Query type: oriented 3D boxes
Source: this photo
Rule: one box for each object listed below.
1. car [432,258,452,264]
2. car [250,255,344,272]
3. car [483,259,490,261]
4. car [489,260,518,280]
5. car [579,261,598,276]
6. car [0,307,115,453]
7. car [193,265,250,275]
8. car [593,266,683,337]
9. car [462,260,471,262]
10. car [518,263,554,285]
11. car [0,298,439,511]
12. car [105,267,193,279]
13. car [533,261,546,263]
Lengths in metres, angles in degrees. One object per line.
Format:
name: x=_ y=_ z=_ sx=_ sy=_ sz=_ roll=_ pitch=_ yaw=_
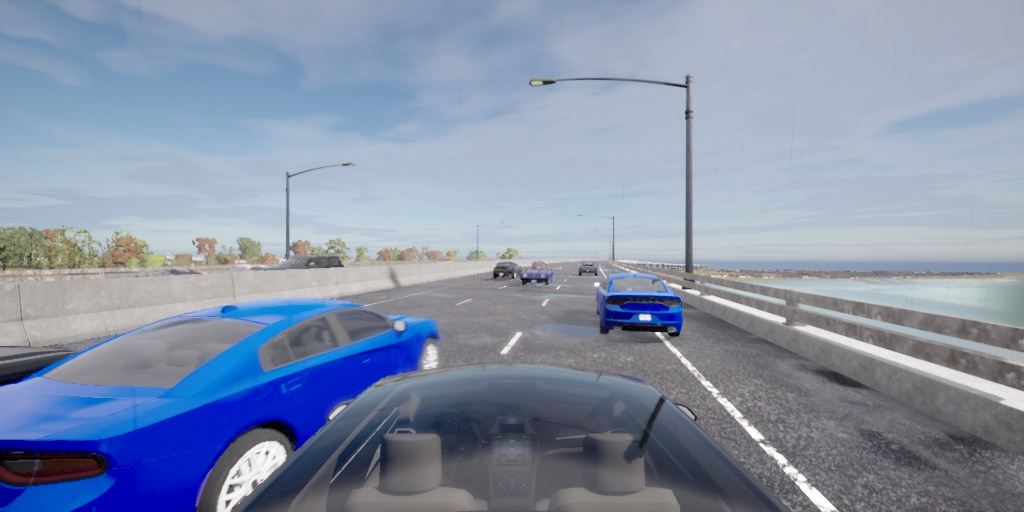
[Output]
car: x=-11.931 y=1.171 z=61.419 sx=2.097 sy=1.767 sz=4.553 roll=0 pitch=0 yaw=13
car: x=-13.176 y=0.982 z=22.981 sx=2.150 sy=2.045 sz=5.566 roll=0 pitch=0 yaw=12
car: x=-4.468 y=1.299 z=62.625 sx=1.882 sy=1.535 sz=5.008 roll=0 pitch=0 yaw=13
car: x=-0.350 y=1.273 z=31.991 sx=1.837 sy=1.490 sz=4.892 roll=0 pitch=-1 yaw=12
car: x=8.043 y=1.266 z=37.825 sx=2.128 sy=1.511 sz=4.902 roll=0 pitch=0 yaw=13
car: x=-6.407 y=1.350 z=2.403 sx=1.895 sy=1.301 sz=4.718 roll=0 pitch=0 yaw=11
car: x=-16.810 y=1.285 z=22.674 sx=1.812 sy=1.442 sz=4.674 roll=0 pitch=0 yaw=12
car: x=3.479 y=1.232 z=10.483 sx=1.882 sy=1.535 sz=5.008 roll=0 pitch=0 yaw=11
car: x=-8.177 y=1.346 z=62.130 sx=1.812 sy=1.442 sz=4.674 roll=0 pitch=0 yaw=13
car: x=1.953 y=1.365 z=26.011 sx=1.895 sy=1.301 sz=4.718 roll=0 pitch=0 yaw=12
car: x=-2.489 y=1.228 z=4.171 sx=1.882 sy=1.535 sz=5.008 roll=0 pitch=0 yaw=11
car: x=-20.676 y=1.358 z=21.258 sx=1.895 sy=1.301 sz=4.718 roll=0 pitch=0 yaw=12
car: x=3.825 y=1.361 z=51.009 sx=1.994 sy=1.385 sz=4.181 roll=0 pitch=0 yaw=13
